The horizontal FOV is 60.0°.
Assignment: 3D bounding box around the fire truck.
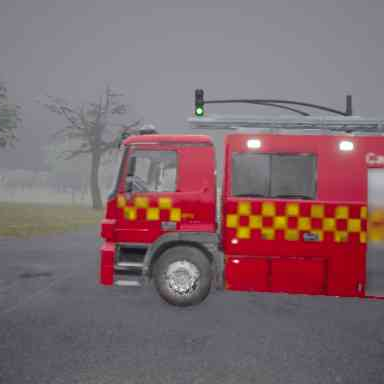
[{"bbox_3d":[2.512,0.399,7.478,8.468,3.827,2.891,2,0,4],"label":"fire truck"}]
